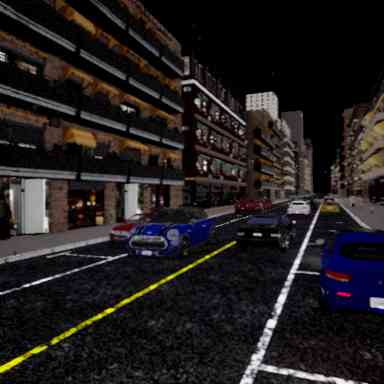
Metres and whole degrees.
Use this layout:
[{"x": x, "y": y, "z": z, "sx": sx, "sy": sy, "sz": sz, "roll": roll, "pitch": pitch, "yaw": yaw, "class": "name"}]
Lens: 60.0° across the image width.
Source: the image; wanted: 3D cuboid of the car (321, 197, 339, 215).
[{"x": 14.052, "y": 1.509, "z": 33.914, "sx": 1.752, "sy": 1.417, "sz": 4.829, "roll": 0, "pitch": 0, "yaw": 22, "class": "car"}]

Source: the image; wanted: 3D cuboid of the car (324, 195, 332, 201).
[{"x": 35.189, "y": 1.479, "z": 86.162, "sx": 1.752, "sy": 1.417, "sz": 4.829, "roll": 0, "pitch": 0, "yaw": 22, "class": "car"}]

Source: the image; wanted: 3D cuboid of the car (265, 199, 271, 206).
[{"x": 8.334, "y": 1.512, "z": 42.127, "sx": 1.967, "sy": 1.590, "sz": 4.097, "roll": 0, "pitch": 0, "yaw": 22, "class": "car"}]

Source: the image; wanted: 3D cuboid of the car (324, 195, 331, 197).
[{"x": 18.215, "y": 1.524, "z": 44.206, "sx": 1.887, "sy": 1.381, "sz": 4.507, "roll": 0, "pitch": 0, "yaw": 22, "class": "car"}]

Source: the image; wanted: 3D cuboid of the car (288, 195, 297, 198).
[{"x": 25.244, "y": 1.599, "z": 83.926, "sx": 2.008, "sy": 1.369, "sz": 4.403, "roll": 0, "pitch": 0, "yaw": 22, "class": "car"}]

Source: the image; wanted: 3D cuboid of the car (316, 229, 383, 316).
[{"x": 3.722, "y": 1.515, "z": 7.161, "sx": 1.812, "sy": 1.442, "sz": 4.674, "roll": -1, "pitch": 0, "yaw": 22, "class": "car"}]

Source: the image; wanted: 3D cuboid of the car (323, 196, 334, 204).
[{"x": 26.670, "y": 1.518, "z": 65.105, "sx": 2.008, "sy": 1.369, "sz": 4.403, "roll": 0, "pitch": 0, "yaw": 22, "class": "car"}]

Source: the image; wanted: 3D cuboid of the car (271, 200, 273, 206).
[{"x": 10.449, "y": 1.614, "z": 47.353, "sx": 1.887, "sy": 1.381, "sz": 4.507, "roll": 0, "pitch": 0, "yaw": 22, "class": "car"}]

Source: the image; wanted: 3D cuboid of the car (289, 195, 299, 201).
[{"x": 27.357, "y": 1.595, "z": 89.152, "sx": 2.008, "sy": 1.369, "sz": 4.403, "roll": 0, "pitch": 0, "yaw": 22, "class": "car"}]

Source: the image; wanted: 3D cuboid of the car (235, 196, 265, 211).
[{"x": 6.220, "y": 1.390, "z": 36.903, "sx": 2.192, "sy": 1.841, "sz": 5.009, "roll": 0, "pitch": 0, "yaw": 22, "class": "car"}]

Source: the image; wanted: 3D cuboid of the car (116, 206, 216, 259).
[{"x": -0.658, "y": 1.408, "z": 13.002, "sx": 2.097, "sy": 1.767, "sz": 4.553, "roll": -1, "pitch": 0, "yaw": 22, "class": "car"}]

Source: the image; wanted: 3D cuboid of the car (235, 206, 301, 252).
[{"x": 3.286, "y": 1.568, "z": 14.211, "sx": 2.033, "sy": 1.411, "sz": 5.357, "roll": -1, "pitch": 0, "yaw": 22, "class": "car"}]

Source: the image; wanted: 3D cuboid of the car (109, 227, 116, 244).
[{"x": -2.234, "y": 1.666, "z": 16.003, "sx": 1.802, "sy": 1.307, "sz": 4.206, "roll": 0, "pitch": 0, "yaw": 22, "class": "car"}]

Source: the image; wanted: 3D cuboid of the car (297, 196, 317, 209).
[{"x": 16.075, "y": 1.358, "z": 45.827, "sx": 2.097, "sy": 1.767, "sz": 4.553, "roll": -1, "pitch": 0, "yaw": 22, "class": "car"}]

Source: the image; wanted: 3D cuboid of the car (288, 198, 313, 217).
[{"x": 10.102, "y": 1.540, "z": 31.325, "sx": 1.812, "sy": 1.442, "sz": 4.674, "roll": -1, "pitch": 0, "yaw": 22, "class": "car"}]
